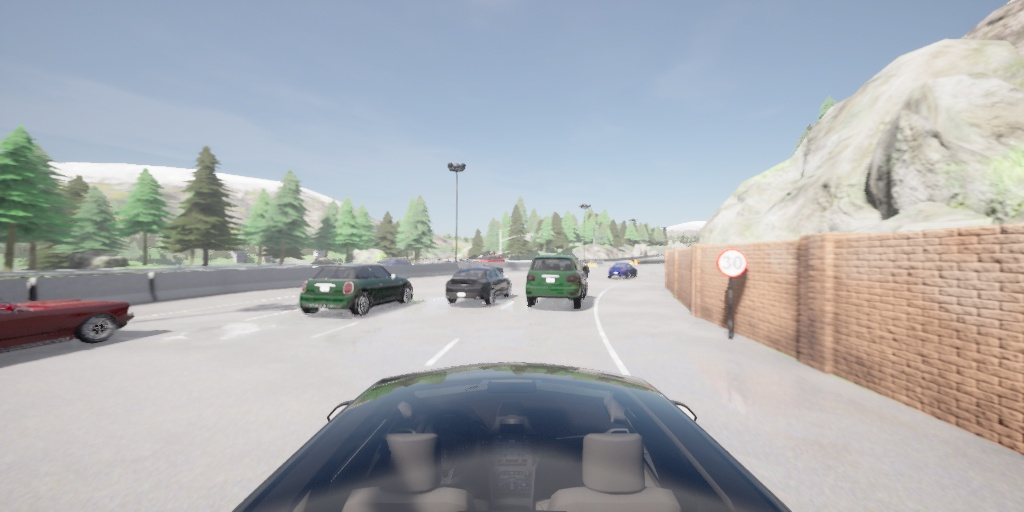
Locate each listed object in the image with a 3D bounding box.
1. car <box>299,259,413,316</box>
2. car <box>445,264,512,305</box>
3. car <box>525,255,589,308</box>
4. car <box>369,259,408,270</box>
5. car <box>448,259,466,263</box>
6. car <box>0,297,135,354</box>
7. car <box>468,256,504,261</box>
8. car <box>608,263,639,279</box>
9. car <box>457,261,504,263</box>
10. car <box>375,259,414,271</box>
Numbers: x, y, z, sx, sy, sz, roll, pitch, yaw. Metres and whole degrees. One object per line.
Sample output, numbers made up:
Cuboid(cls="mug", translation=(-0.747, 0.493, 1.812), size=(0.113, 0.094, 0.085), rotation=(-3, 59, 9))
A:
Cuboid(cls="car", translation=(-5.517, 1.061, 13.383), size=(2.097, 1.767, 4.553), rotation=(0, 0, 11))
Cuboid(cls="car", translation=(-1.362, 1.247, 16.115), size=(1.837, 1.490, 4.892), rotation=(0, 0, 14))
Cuboid(cls="car", translation=(2.072, 0.990, 15.720), size=(2.150, 2.045, 5.566), rotation=(0, 0, 14))
Cuboid(cls="car", translation=(-17.011, 1.120, 49.660), size=(2.128, 1.511, 4.902), rotation=(0, 0, 32))
Cuboid(cls="car", translation=(-7.581, 1.191, 51.322), size=(2.128, 1.511, 4.902), rotation=(0, 0, 34))
Cuboid(cls="car", translation=(-10.084, 1.274, 6.433), size=(1.895, 1.301, 4.718), rotation=(0, 0, 4))
Cuboid(cls="car", translation=(-3.270, 0.959, 51.407), size=(2.150, 2.045, 5.566), rotation=(0, 0, 35))
Cuboid(cls="car", translation=(10.522, 1.362, 33.984), size=(1.812, 1.442, 4.674), rotation=(0, 0, 33))
Cuboid(cls="car", translation=(-2.636, 1.335, 32.371), size=(1.895, 1.301, 4.718), rotation=(0, 0, 27))
Cuboid(cls="car", translation=(-15.061, 1.166, 46.208), size=(1.812, 1.442, 4.674), rotation=(0, 0, 32))
